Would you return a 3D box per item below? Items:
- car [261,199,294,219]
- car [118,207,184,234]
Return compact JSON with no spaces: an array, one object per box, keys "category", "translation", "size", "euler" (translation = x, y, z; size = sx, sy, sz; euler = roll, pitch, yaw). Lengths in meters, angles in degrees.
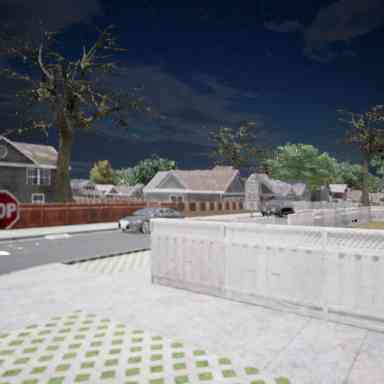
[{"category":"car","translation":[9.859,1.855,37.860],"size":[2.150,2.045,5.566],"euler":[1,0,36]},{"category":"car","translation":[-2.467,1.715,21.006],"size":[2.128,1.511,4.902],"euler":[1,0,36]}]
